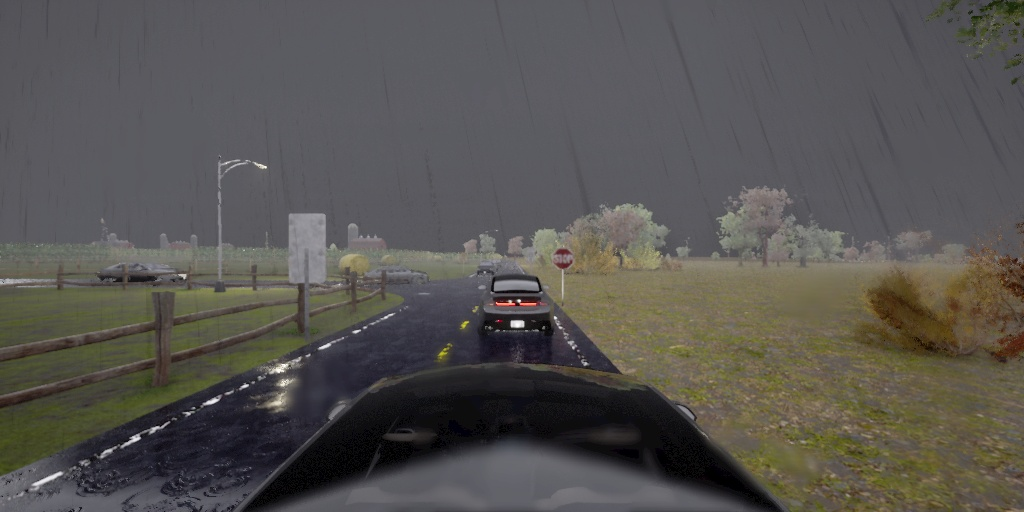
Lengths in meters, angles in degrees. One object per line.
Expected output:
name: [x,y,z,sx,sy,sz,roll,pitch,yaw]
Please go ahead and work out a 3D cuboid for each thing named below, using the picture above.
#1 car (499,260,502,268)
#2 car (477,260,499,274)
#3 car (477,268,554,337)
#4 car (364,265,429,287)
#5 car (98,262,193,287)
car: [-2.831,1.313,50.607,2.128,1.511,4.902,0,0,0]
car: [-2.844,1.349,40.418,2.033,1.411,5.357,0,0,0]
car: [0.070,1.262,10.367,1.837,1.490,4.892,0,0,-1]
car: [-7.727,1.299,24.130,4.181,1.385,1.994,0,1,-16]
car: [-23.387,1.129,22.999,4.902,1.511,2.128,0,1,-1]
